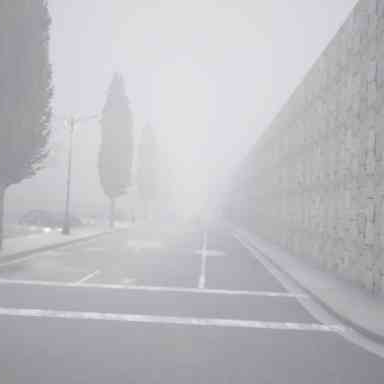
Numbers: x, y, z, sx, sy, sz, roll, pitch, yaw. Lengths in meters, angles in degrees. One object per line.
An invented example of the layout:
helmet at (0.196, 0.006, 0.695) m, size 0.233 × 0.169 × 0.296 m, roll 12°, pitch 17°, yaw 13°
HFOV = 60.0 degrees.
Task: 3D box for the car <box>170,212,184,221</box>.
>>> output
car at (-2.578, 4.322, 58.992) m, size 1.994 × 1.385 × 4.181 m, roll 2°, pitch -3°, yaw 3°

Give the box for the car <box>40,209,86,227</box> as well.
car at (-12.051, 2.593, 31.322) m, size 1.994 × 1.385 × 4.181 m, roll 2°, pitch -3°, yaw 3°

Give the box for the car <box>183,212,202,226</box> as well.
car at (0.248, 3.690, 45.234) m, size 1.882 × 1.535 × 5.008 m, roll 2°, pitch -3°, yaw 3°

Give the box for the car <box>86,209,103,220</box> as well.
car at (-14.589, 3.282, 50.005) m, size 2.033 × 1.411 × 5.357 m, roll 2°, pitch -3°, yaw 3°

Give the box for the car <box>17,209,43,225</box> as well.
car at (-15.458, 2.485, 33.259) m, size 1.837 × 1.490 × 4.892 m, roll 2°, pitch -3°, yaw 3°

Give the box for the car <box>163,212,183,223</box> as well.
car at (-3.045, 3.737, 48.779) m, size 2.128 × 1.511 × 4.902 m, roll 2°, pitch -3°, yaw 3°

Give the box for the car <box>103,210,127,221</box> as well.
car at (-11.098, 3.476, 49.834) m, size 2.128 × 1.511 × 4.902 m, roll 2°, pitch -3°, yaw 3°

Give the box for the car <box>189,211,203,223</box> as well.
car at (0.653, 4.055, 55.060) m, size 2.097 × 1.767 × 4.553 m, roll 2°, pitch -3°, yaw 3°
